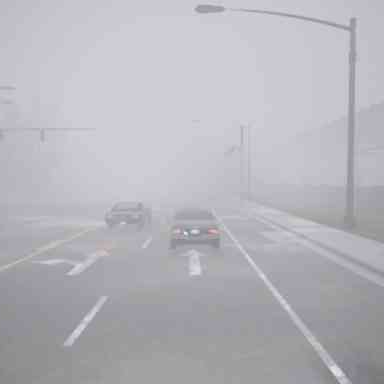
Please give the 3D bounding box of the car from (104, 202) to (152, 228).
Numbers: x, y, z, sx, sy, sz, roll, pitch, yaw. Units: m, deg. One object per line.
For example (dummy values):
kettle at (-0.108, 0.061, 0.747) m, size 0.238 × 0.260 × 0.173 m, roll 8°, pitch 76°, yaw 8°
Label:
car at (-3.400, 1.207, 18.693) m, size 1.895 × 1.301 × 4.718 m, roll 0°, pitch 1°, yaw 1°

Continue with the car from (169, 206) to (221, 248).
car at (0.094, 1.281, 13.344) m, size 2.033 × 1.411 × 5.357 m, roll 0°, pitch 1°, yaw 0°
